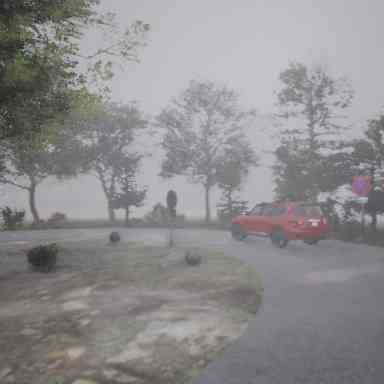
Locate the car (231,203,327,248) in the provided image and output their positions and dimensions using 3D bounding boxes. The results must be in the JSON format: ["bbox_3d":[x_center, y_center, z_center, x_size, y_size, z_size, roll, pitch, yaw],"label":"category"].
[{"bbox_3d":[4.170,1.555,16.833,2.150,2.045,5.566,1,-2,-25],"label":"car"}]
